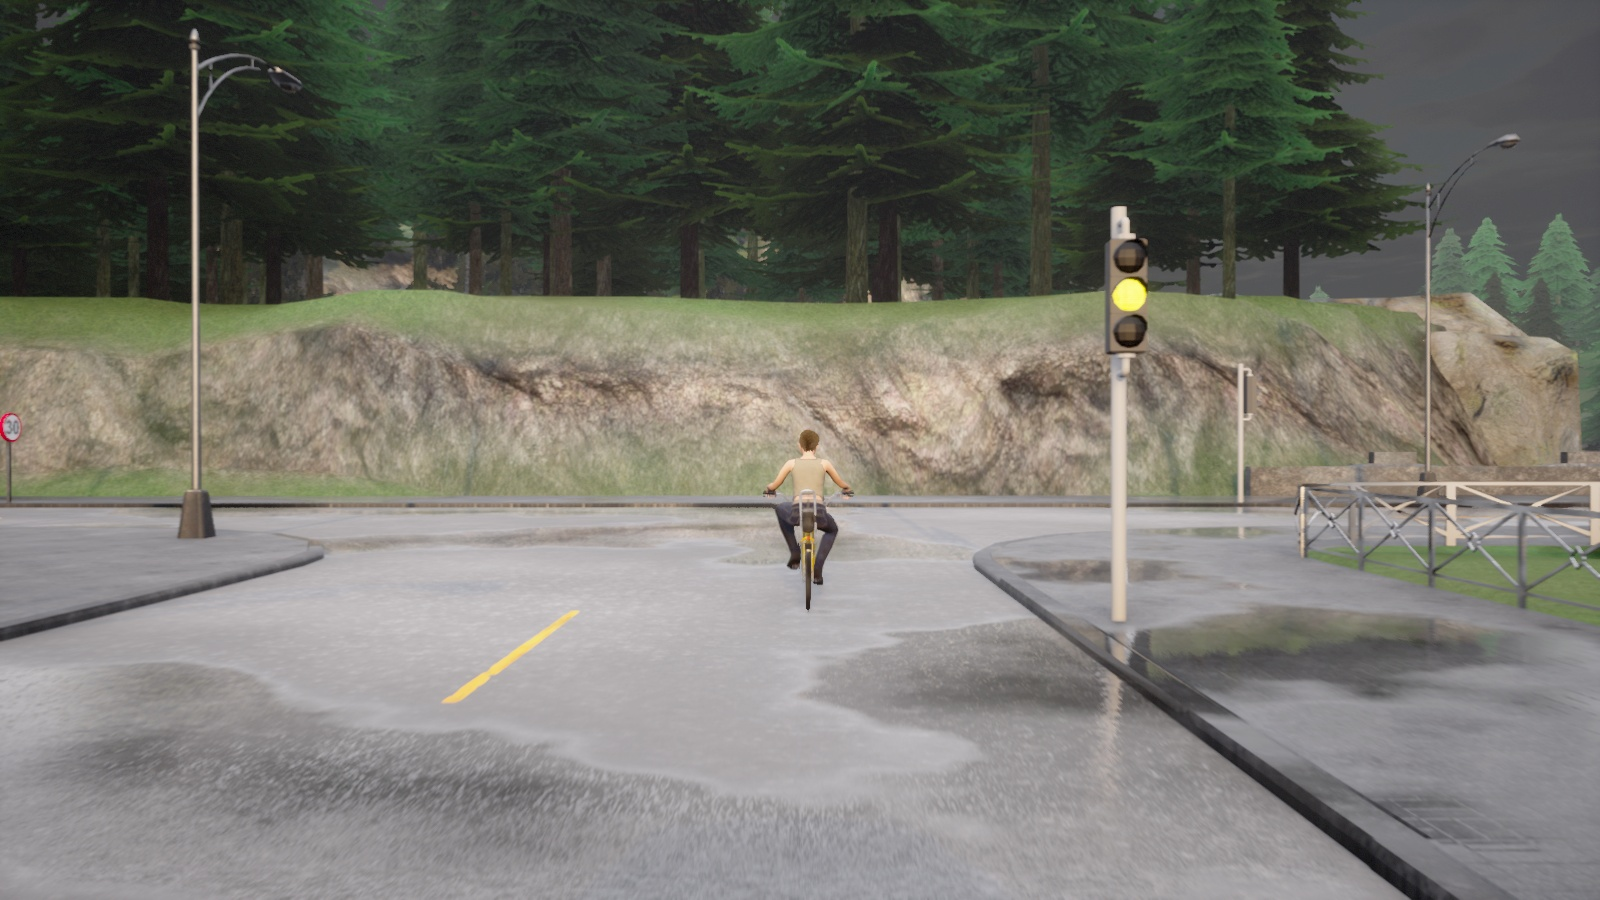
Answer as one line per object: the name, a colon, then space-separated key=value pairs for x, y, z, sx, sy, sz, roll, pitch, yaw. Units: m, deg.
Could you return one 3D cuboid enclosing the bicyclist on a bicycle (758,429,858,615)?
bicyclist on a bicycle: x=0.077 y=0.616 z=11.637 sx=0.866 sy=1.612 sz=1.509 roll=0 pitch=0 yaw=1
